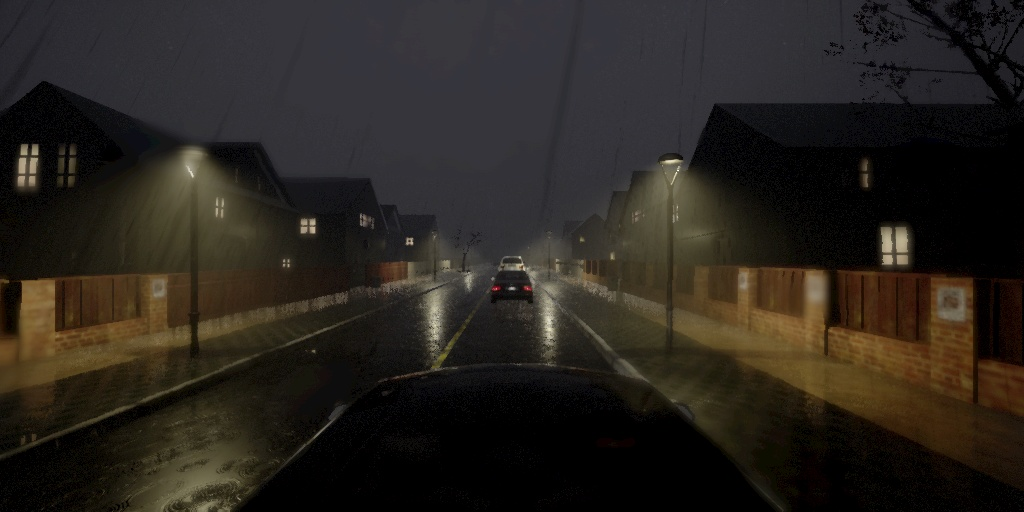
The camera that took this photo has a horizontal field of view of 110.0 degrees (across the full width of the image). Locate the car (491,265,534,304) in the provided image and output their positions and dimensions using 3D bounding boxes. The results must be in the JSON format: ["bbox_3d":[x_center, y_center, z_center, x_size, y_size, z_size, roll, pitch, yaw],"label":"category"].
[{"bbox_3d":[0.001,1.332,16.515,2.033,1.411,5.357,0,0,0],"label":"car"}]

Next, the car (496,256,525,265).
[{"bbox_3d":[0.000,1.059,31.565,2.150,2.045,5.566,0,0,0],"label":"car"}]
